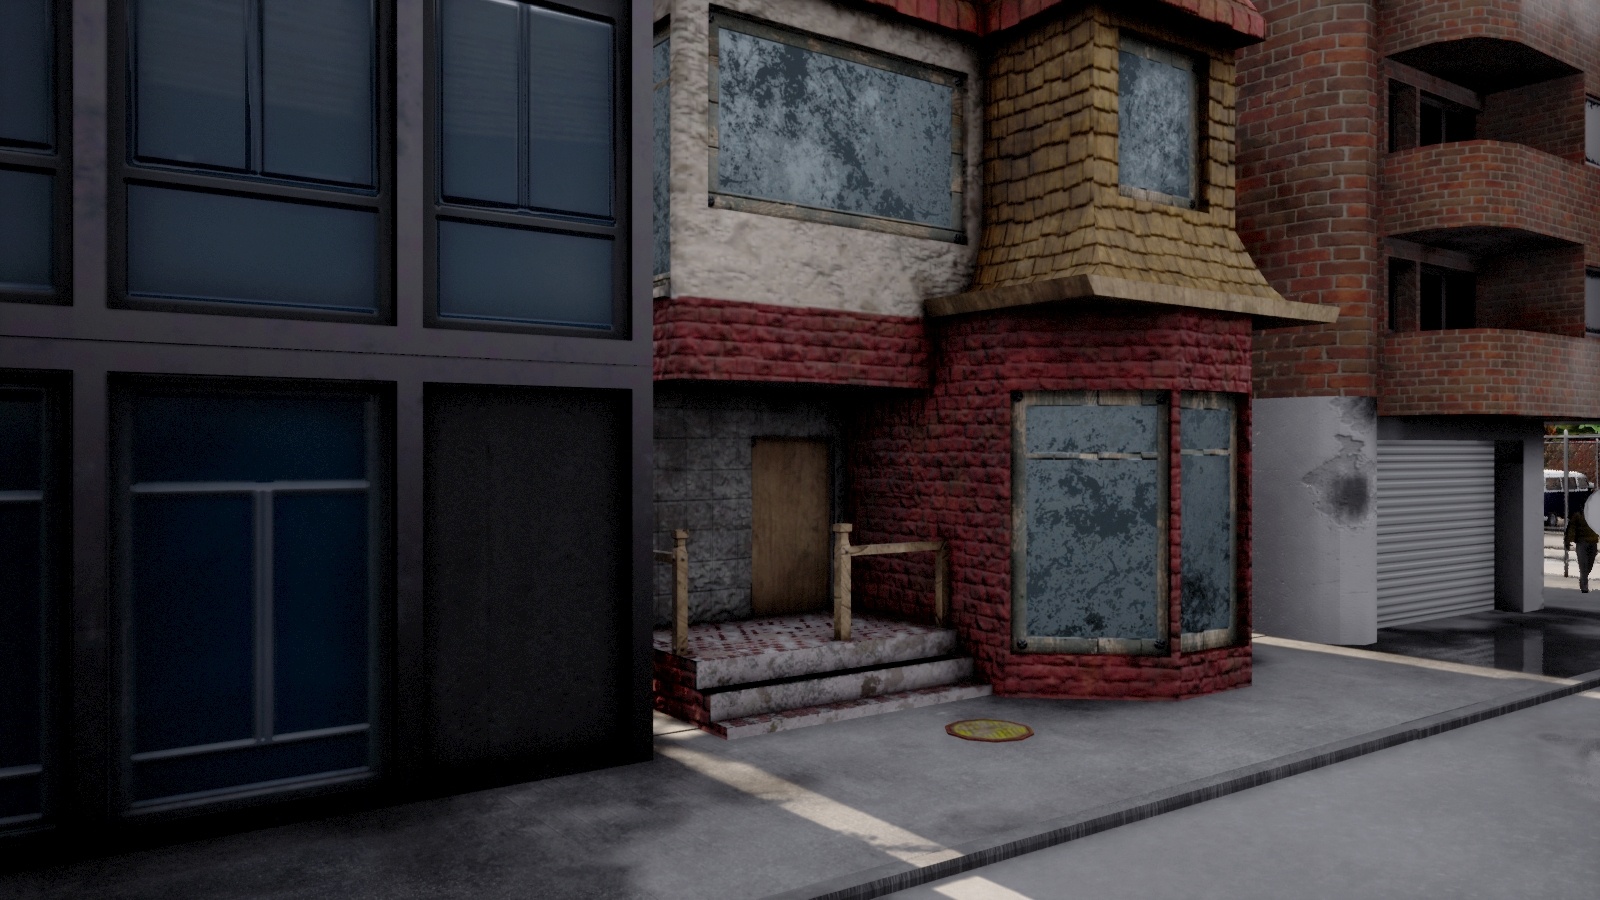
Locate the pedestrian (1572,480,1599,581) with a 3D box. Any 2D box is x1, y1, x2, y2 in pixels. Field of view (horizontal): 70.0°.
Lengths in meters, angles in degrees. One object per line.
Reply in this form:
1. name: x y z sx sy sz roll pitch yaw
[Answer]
1. pedestrian: 14.785 1.506 21.515 0.375 1.860 0.375 0 0 27
